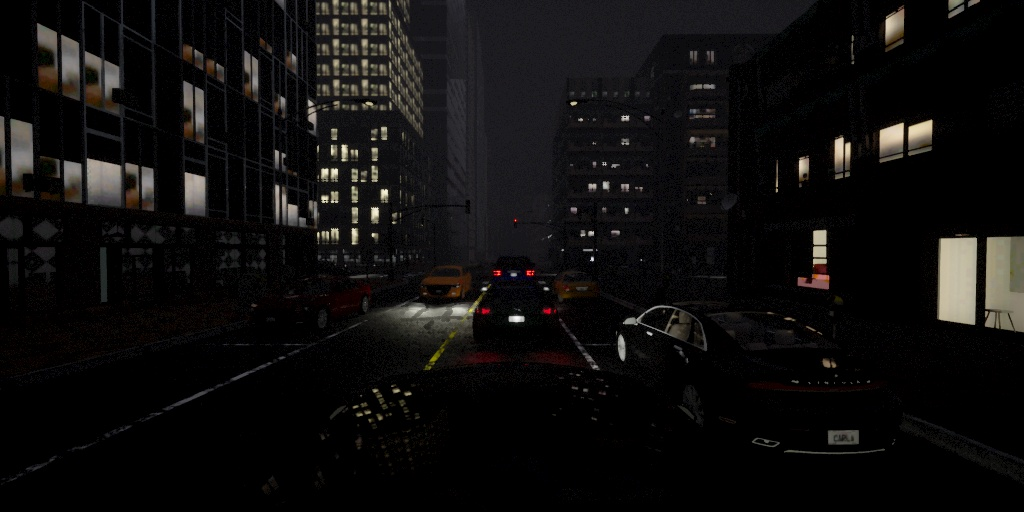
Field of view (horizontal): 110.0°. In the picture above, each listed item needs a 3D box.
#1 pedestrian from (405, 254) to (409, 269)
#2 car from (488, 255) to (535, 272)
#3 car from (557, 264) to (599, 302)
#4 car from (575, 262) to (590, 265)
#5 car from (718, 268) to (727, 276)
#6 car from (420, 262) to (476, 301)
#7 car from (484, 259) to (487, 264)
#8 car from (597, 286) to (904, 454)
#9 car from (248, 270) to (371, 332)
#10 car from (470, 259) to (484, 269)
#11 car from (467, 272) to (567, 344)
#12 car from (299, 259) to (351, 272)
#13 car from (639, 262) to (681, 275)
[{"bbox_3d":[-12.567,0.671,42.974,0.375,1.860,0.375,0,0,1],"label":"pedestrian"},{"bbox_3d":[0.085,0.967,19.451,2.150,2.045,5.566,0,0,0],"label":"car"},{"bbox_3d":[2.812,1.271,16.678,1.751,1.417,4.829,0,0,0],"label":"car"},{"bbox_3d":[6.982,1.337,37.793,4.181,1.385,1.994,1,1,12],"label":"car"},{"bbox_3d":[24.351,1.480,36.947,5.357,1.411,2.033,0,1,1],"label":"car"},{"bbox_3d":[-3.110,1.223,17.657,1.882,1.535,5.008,0,0,0],"label":"car"},{"bbox_3d":[-5.717,1.305,60.114,1.948,1.339,4.313,0,0,0],"label":"car"},{"bbox_3d":[2.816,1.299,5.220,2.007,1.370,4.403,0,0,0],"label":"car"},{"bbox_3d":[-5.826,1.293,10.918,1.888,1.381,4.507,0,0,0],"label":"car"},{"bbox_3d":[-5.715,1.265,54.290,1.751,1.417,4.829,0,0,0],"label":"car"},{"bbox_3d":[0.094,1.312,9.643,1.994,1.385,4.181,0,0,0],"label":"car"},{"bbox_3d":[-17.873,1.155,34.310,4.674,1.442,1.812,1,1,2],"label":"car"},{"bbox_3d":[16.291,1.373,39.653,4.403,1.370,2.007,0,0,1],"label":"car"}]
